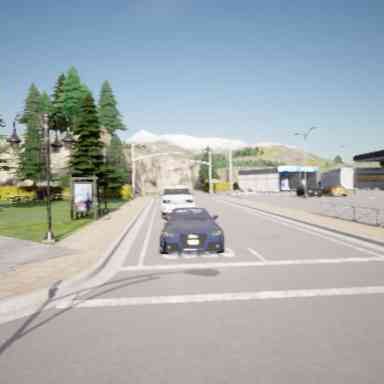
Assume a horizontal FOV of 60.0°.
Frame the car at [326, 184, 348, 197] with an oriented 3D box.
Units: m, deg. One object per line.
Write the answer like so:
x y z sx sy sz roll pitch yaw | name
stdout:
18.139 -0.194 43.304 2.152 1.636 5.027 -1 2 -5 | car

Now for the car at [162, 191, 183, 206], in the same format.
-2.072 0.608 34.631 1.994 1.385 4.181 -1 2 -5 | car

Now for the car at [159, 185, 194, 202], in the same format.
-1.121 0.561 23.805 2.150 2.045 5.566 -1 1 -5 | car

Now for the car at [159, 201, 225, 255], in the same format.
-0.070 1.230 11.689 1.994 1.385 4.181 -1 2 -3 | car

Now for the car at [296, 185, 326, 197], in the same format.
15.017 -0.127 43.003 2.007 1.523 4.514 -1 2 -5 | car
